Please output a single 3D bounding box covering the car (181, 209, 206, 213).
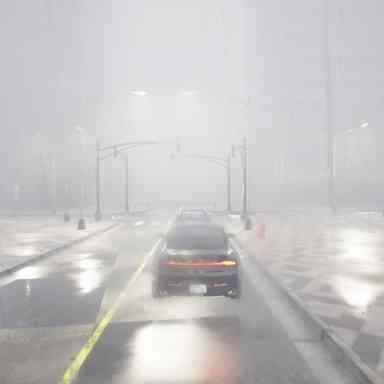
[{"bbox_3d":[0.062,1.557,17.340,1.994,1.385,4.181,0,0,1],"label":"car"}]

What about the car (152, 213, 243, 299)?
[{"bbox_3d":[0.101,1.502,8.437,1.837,1.490,4.892,0,0,0],"label":"car"}]
